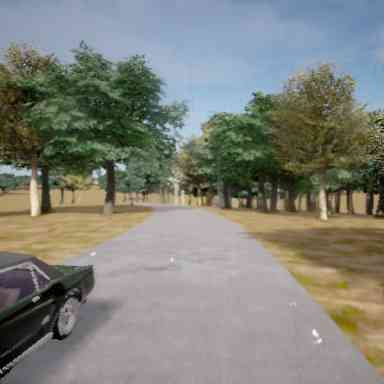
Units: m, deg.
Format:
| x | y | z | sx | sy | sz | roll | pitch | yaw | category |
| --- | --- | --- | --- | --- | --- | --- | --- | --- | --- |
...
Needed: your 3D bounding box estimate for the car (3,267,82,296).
| x | y | z | sx | sy | sz | roll | pitch | yaw | category |
| --- | --- | --- | --- | --- | --- | --- | --- | --- | --- |
| -2.746 | 1.396 | 3.405 | 1.895 | 1.301 | 4.718 | 0 | 0 | 6 | car |
